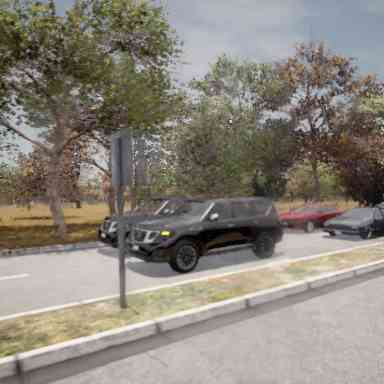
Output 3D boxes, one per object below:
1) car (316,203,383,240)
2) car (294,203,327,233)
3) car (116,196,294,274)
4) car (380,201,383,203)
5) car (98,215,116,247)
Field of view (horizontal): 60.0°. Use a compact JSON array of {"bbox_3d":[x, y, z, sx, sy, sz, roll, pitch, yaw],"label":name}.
[{"bbox_3d":[8.911,1.485,16.997,5.357,1.411,2.033,0,0,-36],"label":"car"},{"bbox_3d":[7.034,1.416,19.337,5.008,1.535,1.882,0,0,-37],"label":"car"},{"bbox_3d":[0.642,1.194,10.936,5.566,2.045,2.150,0,0,-37],"label":"car"},{"bbox_3d":[15.269,1.389,25.410,5.008,1.535,1.882,0,0,-36],"label":"car"},{"bbox_3d":[-0.922,1.193,13.504,5.566,2.045,2.150,0,0,-36],"label":"car"}]
